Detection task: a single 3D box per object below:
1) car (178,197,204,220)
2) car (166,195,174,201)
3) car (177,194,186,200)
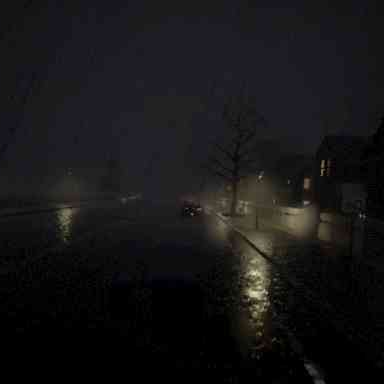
[{"bbox_3d":[0.022,1.563,28.994,2.128,1.511,4.902,3,0,-1],"label":"car"},{"bbox_3d":[-5.924,1.499,89.244,2.128,1.511,4.902,3,0,-5],"label":"car"},{"bbox_3d":[-2.677,1.490,89.484,2.097,1.767,4.553,3,0,-5],"label":"car"}]
